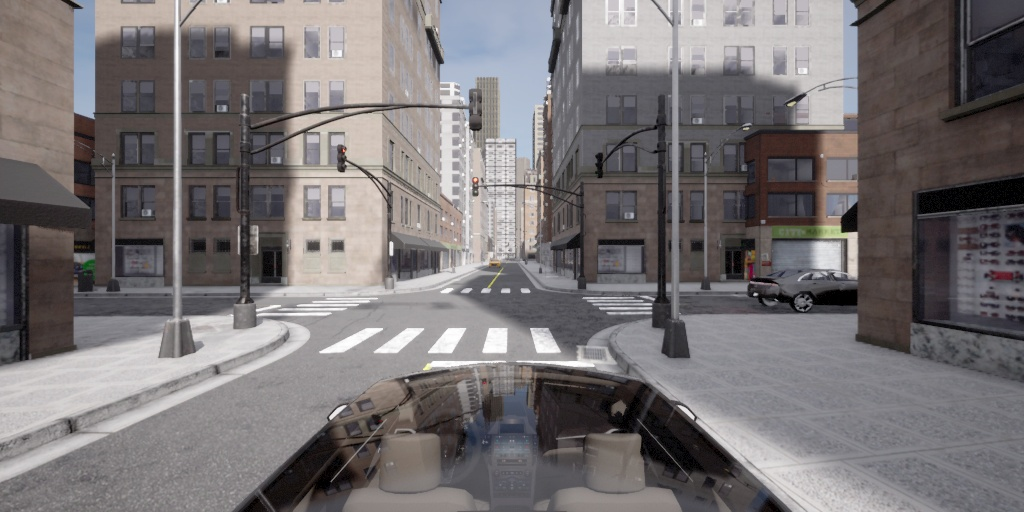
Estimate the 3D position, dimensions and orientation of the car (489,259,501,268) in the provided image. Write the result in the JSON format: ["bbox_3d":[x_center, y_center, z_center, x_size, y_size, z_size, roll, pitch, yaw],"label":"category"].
[{"bbox_3d":[-2.980,1.238,62.941,1.882,1.535,5.008,0,0,0],"label":"car"}]

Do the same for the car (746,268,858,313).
[{"bbox_3d":[11.431,1.215,13.254,4.902,1.511,2.128,0,0,0],"label":"car"}]
